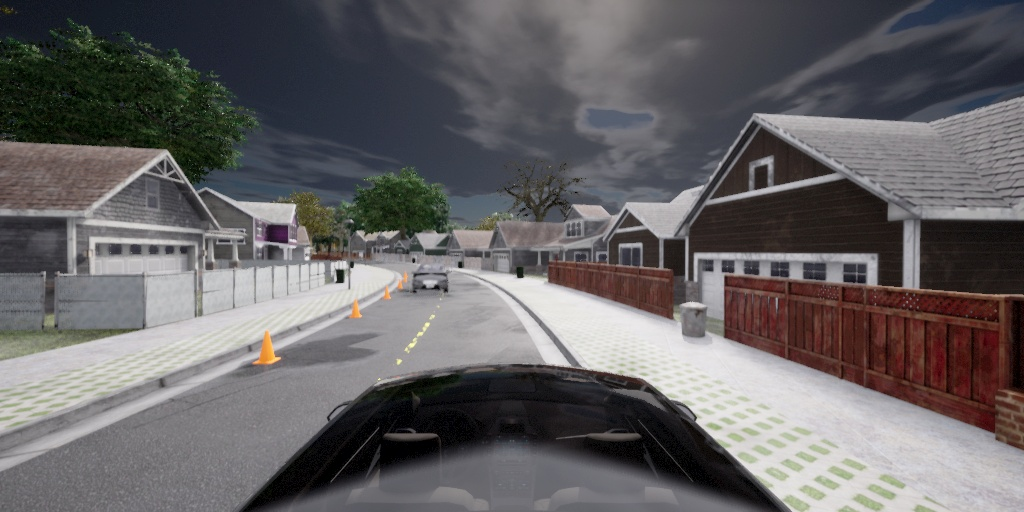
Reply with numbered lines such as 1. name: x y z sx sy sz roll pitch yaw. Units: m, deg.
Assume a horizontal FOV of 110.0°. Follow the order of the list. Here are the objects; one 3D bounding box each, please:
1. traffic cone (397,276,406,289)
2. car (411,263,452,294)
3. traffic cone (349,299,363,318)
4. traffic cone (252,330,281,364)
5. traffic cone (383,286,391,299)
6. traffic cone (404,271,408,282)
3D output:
1. traffic cone: -6.647 1.632 21.270 0.340 0.580 0.340 0 0 -12
2. car: -4.434 1.175 19.784 2.128 1.511 4.902 0 0 -11
3. traffic cone: -5.072 1.683 11.633 0.340 0.580 0.340 0 0 -7
4. traffic cone: -4.623 1.699 6.770 0.340 0.580 0.340 0 0 -4
5. traffic cone: -5.747 1.659 16.470 0.340 0.580 0.340 0 0 -9
6. traffic cone: -7.772 1.606 26.022 0.340 0.580 0.340 0 0 -15
